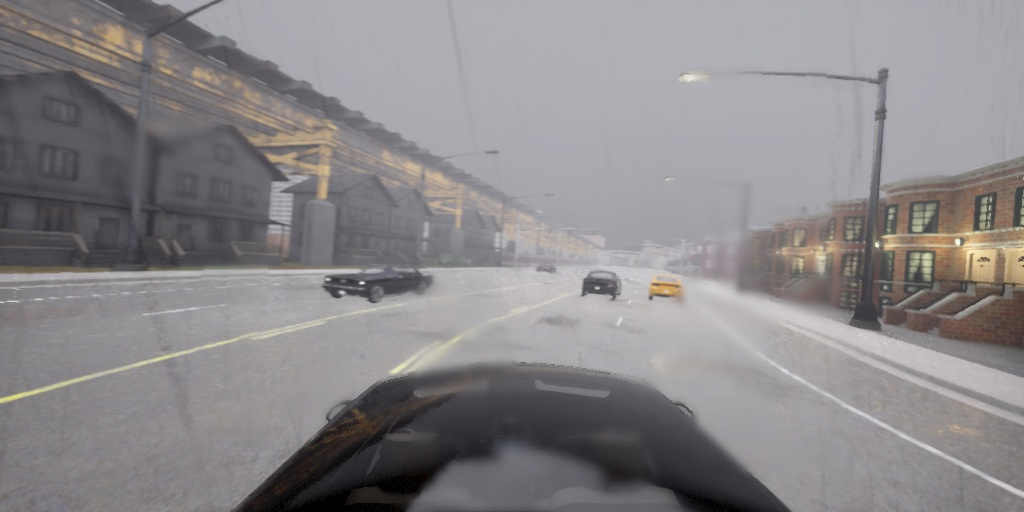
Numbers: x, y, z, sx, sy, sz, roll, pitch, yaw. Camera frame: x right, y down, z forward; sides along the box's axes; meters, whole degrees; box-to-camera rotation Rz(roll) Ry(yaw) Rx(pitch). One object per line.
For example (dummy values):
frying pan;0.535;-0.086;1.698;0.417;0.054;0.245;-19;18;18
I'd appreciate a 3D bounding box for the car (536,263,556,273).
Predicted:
car;4.753;1.616;49.413;1.994;1.385;4.181;4;0;21

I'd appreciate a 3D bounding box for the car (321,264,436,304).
car;-4.949;0.962;14.019;1.895;1.301;4.718;4;0;18

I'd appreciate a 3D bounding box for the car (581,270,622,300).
car;5.418;1.611;21.396;1.882;1.535;5.008;4;0;21

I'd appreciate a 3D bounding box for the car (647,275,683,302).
car;9.633;1.927;22.630;1.882;1.535;5.008;4;0;21
